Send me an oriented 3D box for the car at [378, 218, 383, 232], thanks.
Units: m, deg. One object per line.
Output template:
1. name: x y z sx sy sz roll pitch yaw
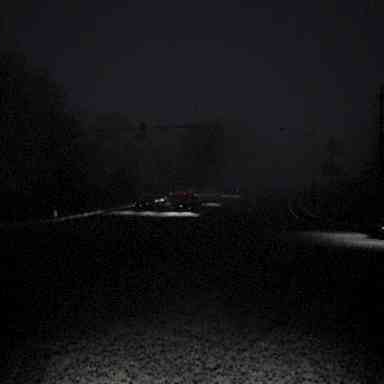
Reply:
1. car: 10.288 1.230 13.807 4.674 1.442 1.812 0 1 0

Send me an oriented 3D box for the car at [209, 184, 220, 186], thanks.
1. car: 3.408 -0.506 51.696 1.994 1.385 4.181 1 5 23

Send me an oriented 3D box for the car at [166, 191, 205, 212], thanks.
1. car: -0.445 0.878 28.541 1.994 1.385 4.181 0 2 13

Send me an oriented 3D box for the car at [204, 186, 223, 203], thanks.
1. car: 2.111 0.377 38.172 1.812 1.442 4.674 0 3 18

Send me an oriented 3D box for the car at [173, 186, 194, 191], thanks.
1. car: -1.099 0.160 39.549 2.097 1.767 4.553 0 3 18

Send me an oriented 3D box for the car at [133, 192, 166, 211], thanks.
1. car: -3.711 0.778 29.928 1.837 1.490 4.892 0 2 13

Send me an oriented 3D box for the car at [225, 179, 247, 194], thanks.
1. car: 6.719 -0.835 50.520 2.150 2.045 5.566 1 5 24
